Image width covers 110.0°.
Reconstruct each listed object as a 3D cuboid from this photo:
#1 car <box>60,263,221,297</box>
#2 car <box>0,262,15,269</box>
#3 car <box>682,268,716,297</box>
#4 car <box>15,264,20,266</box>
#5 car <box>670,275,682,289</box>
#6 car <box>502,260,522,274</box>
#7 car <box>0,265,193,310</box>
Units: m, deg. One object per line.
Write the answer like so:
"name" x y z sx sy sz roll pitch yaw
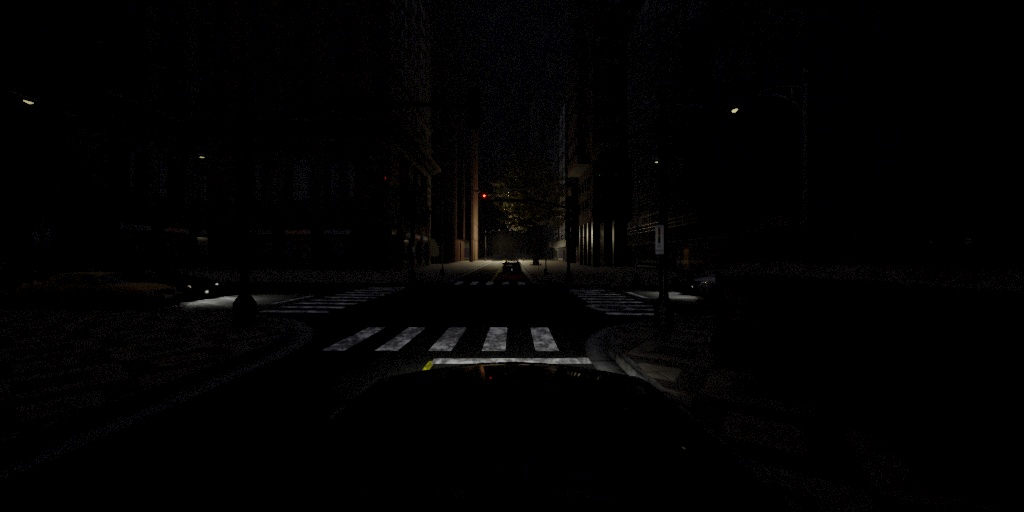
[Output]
"car" -16.076 1.159 15.780 5.357 1.411 2.033 1 0 0
"car" -31.988 0.974 21.685 4.507 1.381 1.888 0 0 0
"car" 11.880 1.357 18.923 4.674 1.442 1.812 0 0 2
"car" -26.370 1.065 21.671 4.313 1.339 1.948 0 0 0
"car" 11.864 1.381 21.569 4.403 1.370 2.007 0 0 0
"car" -0.017 1.133 39.090 2.128 1.511 4.902 0 0 0
"car" -14.972 1.146 13.115 4.829 1.417 1.751 0 0 0
